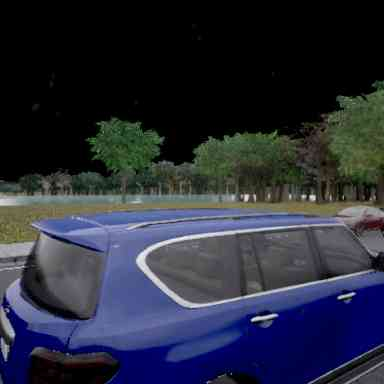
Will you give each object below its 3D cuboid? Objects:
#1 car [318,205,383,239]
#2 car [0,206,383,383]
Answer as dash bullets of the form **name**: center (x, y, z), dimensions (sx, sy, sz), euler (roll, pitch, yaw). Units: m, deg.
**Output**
- **car**: center (9.019, 1.515, 18.085), dimensions (4.674, 1.442, 1.812), euler (0, 0, -36)
- **car**: center (0.804, 1.219, 4.015), dimensions (5.566, 2.045, 2.150), euler (0, 0, -35)
